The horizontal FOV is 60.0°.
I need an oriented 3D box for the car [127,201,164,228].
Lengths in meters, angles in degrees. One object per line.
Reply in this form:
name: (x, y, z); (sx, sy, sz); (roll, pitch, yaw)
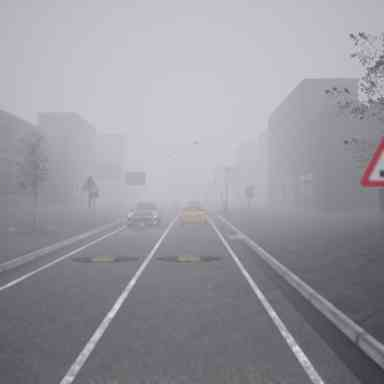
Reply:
car: (-3.090, 1.439, 22.799); (2.097, 1.767, 4.553); (0, 0, 0)

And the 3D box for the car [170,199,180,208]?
car: (-2.994, 2.104, 64.295); (2.097, 1.767, 4.553); (0, 0, 1)

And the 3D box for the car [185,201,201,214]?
car: (0.117, 1.845, 41.290); (1.837, 1.490, 4.892); (0, -2, 0)

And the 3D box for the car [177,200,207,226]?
car: (0.107, 1.550, 24.101); (1.801, 1.575, 5.366); (0, 0, 0)
